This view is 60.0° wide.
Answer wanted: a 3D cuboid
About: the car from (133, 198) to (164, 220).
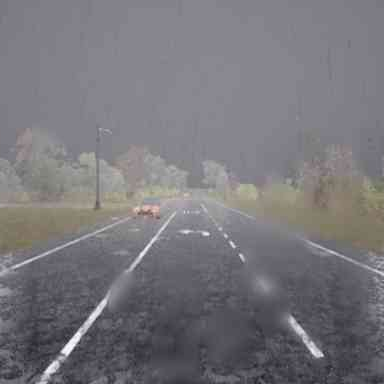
[{"bbox_3d":[-3.562,1.327,27.645,2.097,1.767,4.553,0,0,0],"label":"car"}]
